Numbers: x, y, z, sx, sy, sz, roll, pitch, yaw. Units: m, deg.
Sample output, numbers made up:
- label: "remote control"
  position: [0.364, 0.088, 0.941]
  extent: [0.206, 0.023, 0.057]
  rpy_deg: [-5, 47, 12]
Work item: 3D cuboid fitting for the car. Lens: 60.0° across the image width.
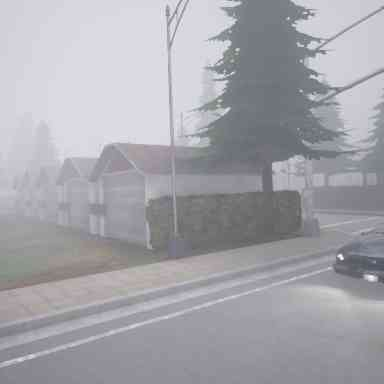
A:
- label: "car"
  position: [5.660, 1.203, 8.076]
  extent: [5.357, 1.411, 2.033]
  rpy_deg: [-3, 1, -36]
